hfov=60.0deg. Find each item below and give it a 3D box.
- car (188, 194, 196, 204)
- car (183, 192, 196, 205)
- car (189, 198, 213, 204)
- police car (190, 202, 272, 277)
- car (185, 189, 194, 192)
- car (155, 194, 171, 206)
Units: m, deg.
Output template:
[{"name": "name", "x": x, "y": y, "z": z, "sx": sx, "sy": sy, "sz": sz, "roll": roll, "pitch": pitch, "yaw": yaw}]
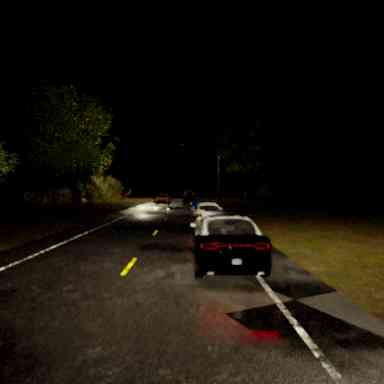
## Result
[{"name": "car", "x": 0.869, "y": 1.211, "z": 25.900, "sx": 1.882, "sy": 1.535, "sz": 5.008, "roll": 0, "pitch": 1, "yaw": 0}, {"name": "car", "x": -0.299, "y": 1.061, "z": 45.660, "sx": 2.033, "sy": 1.411, "sz": 5.357, "roll": 0, "pitch": 1, "yaw": 0}, {"name": "car", "x": 0.911, "y": 1.323, "z": 19.902, "sx": 1.812, "sy": 1.442, "sz": 4.674, "roll": 0, "pitch": 1, "yaw": 0}, {"name": "police car", "x": 0.981, "y": 1.323, "z": 10.011, "sx": 1.930, "sy": 1.638, "sz": 5.238, "roll": 0, "pitch": 1, "yaw": 0}, {"name": "car", "x": -0.440, "y": 0.513, "z": 64.293, "sx": 2.150, "sy": 2.045, "sz": 5.566, "roll": 0, "pitch": 1, "yaw": 0}, {"name": "car", "x": -3.900, "y": 1.001, "z": 44.806, "sx": 1.882, "sy": 1.535, "sz": 5.008, "roll": 0, "pitch": 1, "yaw": 0}]
